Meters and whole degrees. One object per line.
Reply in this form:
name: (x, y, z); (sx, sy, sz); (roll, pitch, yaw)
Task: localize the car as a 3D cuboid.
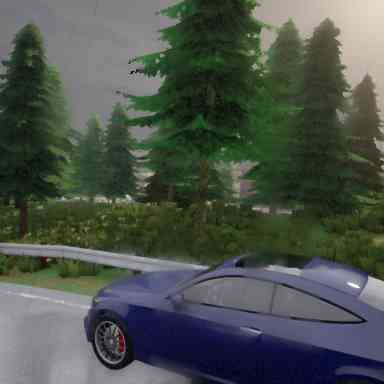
car: (0.770, 1.499, 4.088); (4.674, 1.442, 1.812); (1, 1, 31)
